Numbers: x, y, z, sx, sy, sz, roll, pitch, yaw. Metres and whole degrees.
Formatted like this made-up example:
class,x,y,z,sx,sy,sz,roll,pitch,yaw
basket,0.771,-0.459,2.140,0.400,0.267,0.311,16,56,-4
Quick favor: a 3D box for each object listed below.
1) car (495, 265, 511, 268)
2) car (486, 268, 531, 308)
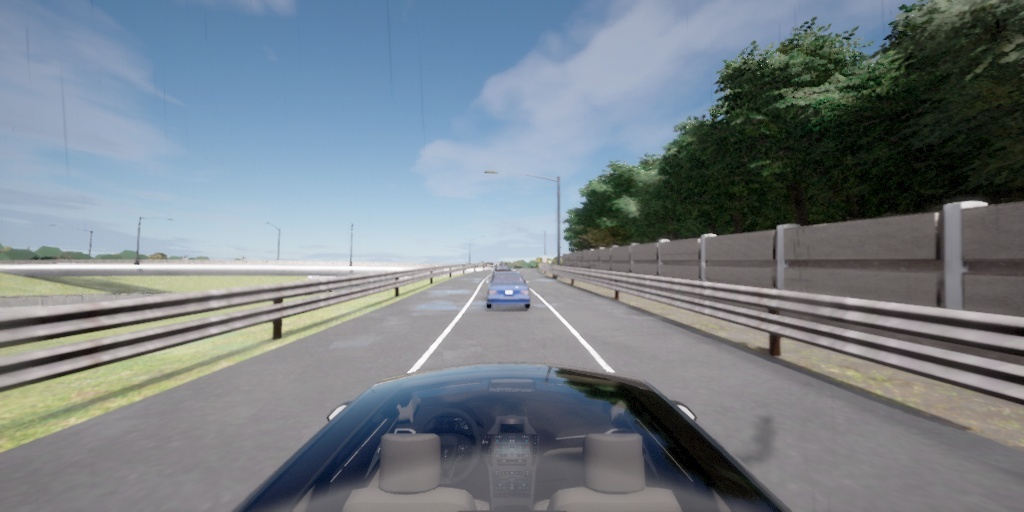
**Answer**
class,x,y,z,sx,sy,sz,roll,pitch,yaw
car,-0.809,1.538,31.307,2.128,1.511,4.902,0,0,-2
car,-0.189,1.442,16.006,2.033,1.411,5.357,0,-1,-2
